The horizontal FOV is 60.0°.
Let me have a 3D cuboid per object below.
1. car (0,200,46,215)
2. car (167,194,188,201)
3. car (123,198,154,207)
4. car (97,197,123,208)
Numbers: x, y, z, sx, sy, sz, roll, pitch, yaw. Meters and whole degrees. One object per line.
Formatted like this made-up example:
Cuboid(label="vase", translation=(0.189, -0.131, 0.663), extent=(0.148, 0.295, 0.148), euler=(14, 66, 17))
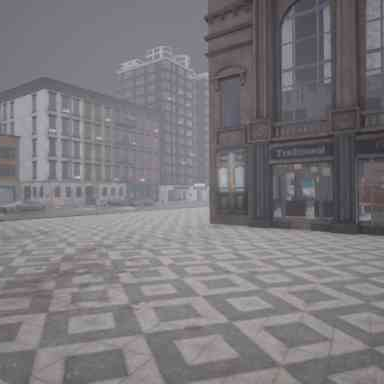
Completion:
Cuboid(label="car", translation=(-17.401, 1.550, 34.354), extent=(1.994, 1.385, 4.181), euler=(-1, 0, 36))
Cuboid(label="car", translation=(-2.595, 1.066, 60.442), extent=(1.837, 1.490, 4.892), euler=(-1, 0, 36))
Cuboid(label="car", translation=(-7.405, 1.515, 48.301), extent=(1.994, 1.385, 4.181), euler=(-1, 0, 35))
Cuboid(label="car", translation=(-11.608, 1.475, 48.011), extent=(2.128, 1.511, 4.902), euler=(-1, 0, 36))
